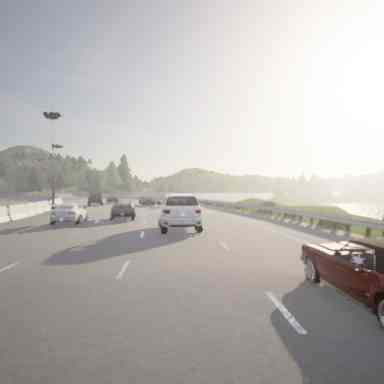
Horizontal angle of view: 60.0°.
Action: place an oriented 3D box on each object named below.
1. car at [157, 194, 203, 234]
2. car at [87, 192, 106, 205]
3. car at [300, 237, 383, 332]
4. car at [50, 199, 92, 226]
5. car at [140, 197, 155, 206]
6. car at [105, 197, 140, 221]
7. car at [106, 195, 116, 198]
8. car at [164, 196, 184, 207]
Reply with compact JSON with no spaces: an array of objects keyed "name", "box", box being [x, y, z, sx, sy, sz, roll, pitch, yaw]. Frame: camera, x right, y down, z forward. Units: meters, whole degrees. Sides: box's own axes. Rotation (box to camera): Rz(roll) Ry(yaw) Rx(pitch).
[{"name":"car","box":[-0.768,1.122,18.923,2.150,2.045,5.566,0,0,-7]},{"name":"car","box":[-15.534,1.085,53.244,2.150,2.045,5.566,0,0,-19]},{"name":"car","box":[3.754,1.524,6.363,1.895,1.301,4.718,-1,0,-3]},{"name":"car","box":[-8.520,1.484,23.228,1.812,1.442,4.674,0,0,-8]},{"name":"car","box":[-6.927,1.390,50.145,1.895,1.301,4.718,-1,0,-18]},{"name":"car","box":[-5.446,1.399,26.566,2.128,1.511,4.902,0,0,-9]},{"name":"car","box":[-14.931,1.314,61.594,1.837,1.490,4.892,0,0,-22]},{"name":"car","box":[-2.523,1.288,46.467,1.812,1.442,4.674,0,0,-16]}]
